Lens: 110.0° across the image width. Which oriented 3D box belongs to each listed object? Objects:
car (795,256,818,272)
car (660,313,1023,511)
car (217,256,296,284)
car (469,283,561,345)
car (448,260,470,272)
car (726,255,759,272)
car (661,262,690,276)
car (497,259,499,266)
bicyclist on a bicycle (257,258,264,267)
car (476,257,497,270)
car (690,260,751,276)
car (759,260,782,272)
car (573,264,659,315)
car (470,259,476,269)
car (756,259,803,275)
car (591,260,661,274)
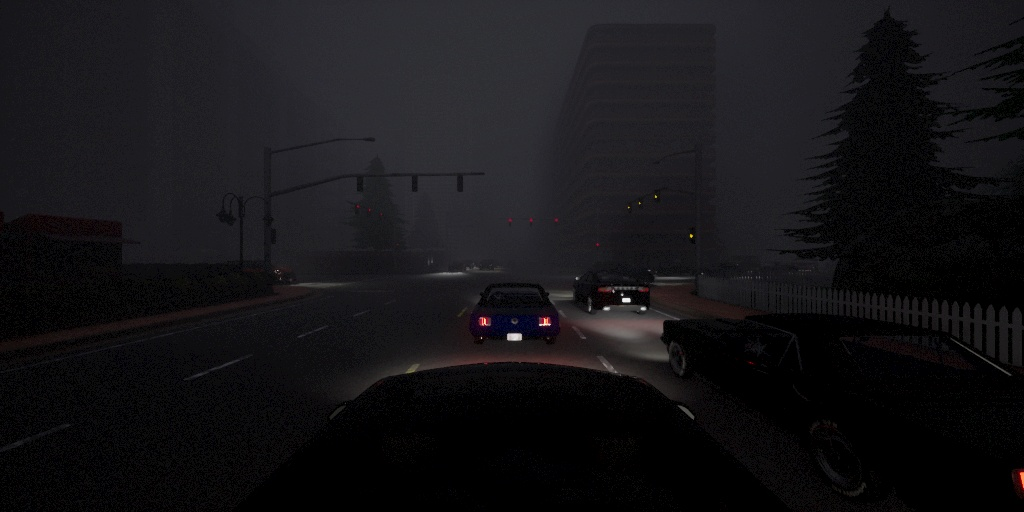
[{"bbox_3d":[35.534,0.916,43.433,2.150,2.045,5.566,0,0,44],"label":"car"},{"bbox_3d":[3.598,1.351,4.359,1.895,1.301,4.718,0,0,0],"label":"car"},{"bbox_3d":[-17.238,1.047,24.292,4.553,1.767,2.097,0,0,0],"label":"car"},{"bbox_3d":[0.067,1.351,9.471,1.895,1.301,4.718,0,0,0],"label":"car"},{"bbox_3d":[-7.137,1.351,47.040,1.895,1.301,4.718,0,0,0],"label":"car"},{"bbox_3d":[25.618,0.916,40.077,5.566,2.045,2.150,0,0,-31],"label":"car"},{"bbox_3d":[16.561,1.295,36.469,4.718,1.301,1.895,0,0,-14],"label":"car"},{"bbox_3d":[-3.623,1.255,62.038,1.837,1.490,4.892,0,0,0],"label":"car"},{"bbox_3d":[-27.918,0.996,39.698,0.582,1.620,1.656,0,0,0],"label":"bicyclist on a bicycle"},{"bbox_3d":[-3.638,1.228,51.939,1.882,1.535,5.008,0,0,0],"label":"car"},{"bbox_3d":[19.544,1.295,33.621,4.718,1.301,1.895,0,0,-18],"label":"car"},{"bbox_3d":[33.344,1.220,46.202,1.812,1.442,4.674,0,0,42],"label":"car"},{"bbox_3d":[3.577,1.228,13.679,1.882,1.535,5.008,0,0,0],"label":"car"},{"bbox_3d":[-7.136,1.297,56.692,2.033,1.411,5.357,0,0,0],"label":"car"},{"bbox_3d":[27.890,1.295,37.389,4.718,1.301,1.895,0,0,-31],"label":"car"},{"bbox_3d":[7.325,1.072,24.583,4.553,1.767,2.097,0,0,-2],"label":"car"}]
